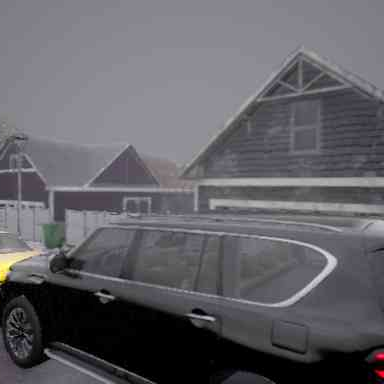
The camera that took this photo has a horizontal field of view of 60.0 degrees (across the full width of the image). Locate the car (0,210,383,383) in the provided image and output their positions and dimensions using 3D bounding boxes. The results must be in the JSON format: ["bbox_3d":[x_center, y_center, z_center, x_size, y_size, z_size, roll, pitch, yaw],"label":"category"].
[{"bbox_3d":[-0.184,1.246,4.102,5.566,2.045,2.150,0,0,36],"label":"car"}]
